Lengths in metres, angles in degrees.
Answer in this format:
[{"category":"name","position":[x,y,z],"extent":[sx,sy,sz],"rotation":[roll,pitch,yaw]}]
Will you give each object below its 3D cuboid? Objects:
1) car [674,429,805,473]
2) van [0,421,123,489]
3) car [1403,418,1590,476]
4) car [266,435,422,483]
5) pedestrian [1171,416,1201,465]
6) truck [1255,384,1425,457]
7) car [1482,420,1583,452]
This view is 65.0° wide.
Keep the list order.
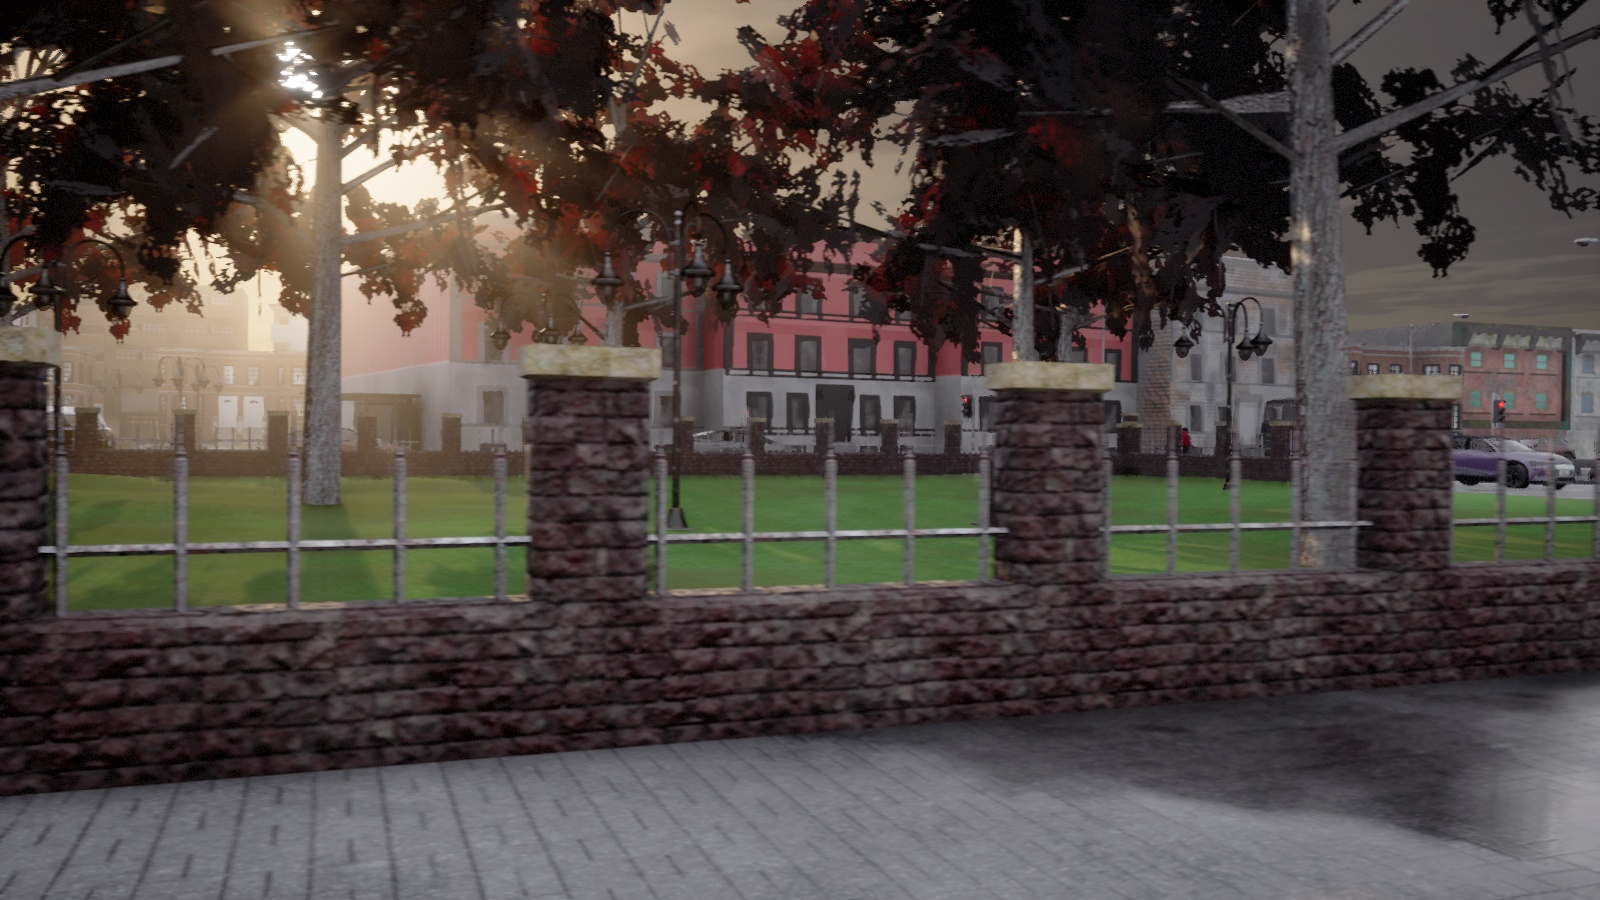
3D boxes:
[{"category":"car","position":[-2.279,0.014,47.040],"extent":[4.514,1.525,2.007],"rotation":[-1,1,-20]},{"category":"van","position":[-23.700,0.141,38.968],"extent":[4.480,2.038,2.069],"rotation":[-1,1,-21]},{"category":"car","position":[21.524,-0.120,39.042],"extent":[2.033,1.649,4.856],"rotation":[-1,1,-23]},{"category":"car","position":[-15.262,0.279,42.144],"extent":[4.792,1.488,2.163],"rotation":[-1,1,-21]},{"category":"pedestrian","position":[14.939,-0.372,48.651],"extent":[0.899,1.844,0.634],"rotation":[-1,1,-18]},{"category":"truck","position":[26.754,-1.458,62.207],"extent":[7.936,3.462,2.891],"rotation":[-1,1,-21]},{"category":"car","position":[38.960,-0.746,66.808],"extent":[4.856,1.649,2.033],"rotation":[-1,1,-21]}]
